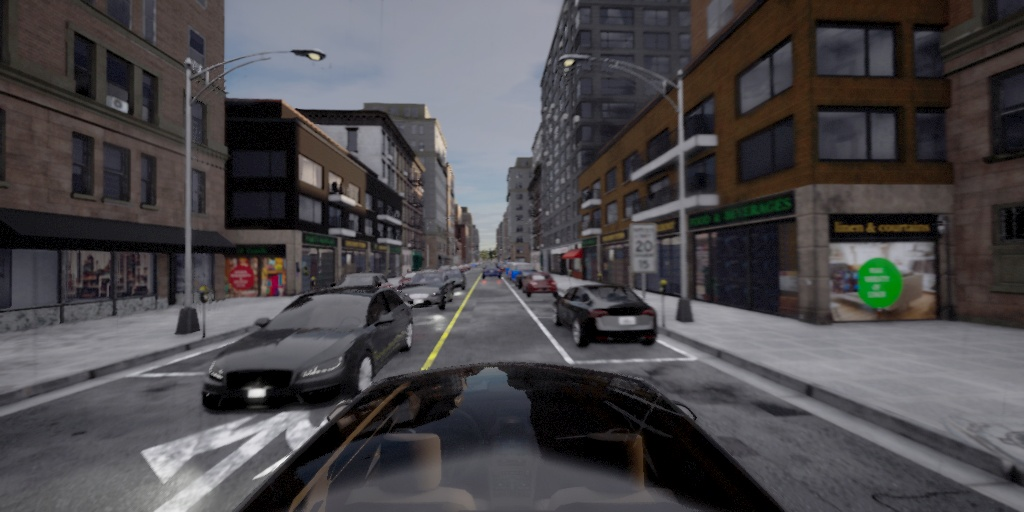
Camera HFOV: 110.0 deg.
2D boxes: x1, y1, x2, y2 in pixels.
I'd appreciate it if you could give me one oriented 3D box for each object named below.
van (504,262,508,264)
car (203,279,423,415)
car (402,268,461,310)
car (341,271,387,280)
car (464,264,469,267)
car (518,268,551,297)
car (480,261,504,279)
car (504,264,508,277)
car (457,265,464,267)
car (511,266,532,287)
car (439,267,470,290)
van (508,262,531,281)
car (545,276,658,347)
[{"bbox_3d":[0.143,1.661,42.431,1.690,1.789,3.998,0,0,-4],"label":"van"},{"bbox_3d":[-3.077,1.356,6.534,1.837,1.490,4.892,-1,-1,-4],"label":"car"},{"bbox_3d":[-3.680,1.479,16.002,2.128,1.511,4.902,-1,-1,-4],"label":"car"},{"bbox_3d":[-6.114,1.434,14.425,1.967,1.591,4.097,0,0,-4],"label":"car"},{"bbox_3d":[-9.267,2.295,63.915,1.888,1.381,4.507,0,0,-4],"label":"car"},{"bbox_3d":[1.544,1.570,20.436,1.802,1.307,4.207,0,0,-4],"label":"car"},{"bbox_3d":[-2.295,1.674,40.651,2.097,1.767,4.553,-1,-1,-4],"label":"car"},{"bbox_3d":[0.493,1.786,36.932,2.007,1.370,4.403,0,0,-4],"label":"car"},{"bbox_3d":[-8.566,2.128,52.917,2.007,1.370,4.403,0,0,-4],"label":"car"},{"bbox_3d":[1.194,1.635,25.935,1.948,1.339,4.313,0,0,-4],"label":"car"},{"bbox_3d":[-4.313,1.698,26.001,1.994,1.385,4.181,-1,-1,-4],"label":"car"},{"bbox_3d":[0.843,1.493,31.433,1.690,1.789,3.998,0,0,-4],"label":"van"},{"bbox_3d":[2.245,1.395,9.437,1.948,1.339,4.313,0,0,-4],"label":"car"}]
